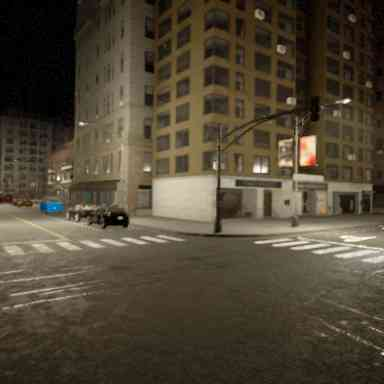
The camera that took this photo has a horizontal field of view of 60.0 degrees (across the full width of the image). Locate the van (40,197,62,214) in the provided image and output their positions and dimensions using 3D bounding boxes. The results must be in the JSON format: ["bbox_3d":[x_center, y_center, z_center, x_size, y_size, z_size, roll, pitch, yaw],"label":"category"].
[{"bbox_3d":[-15.521,1.462,36.570,1.690,1.788,3.998,1,-1,-35],"label":"van"}]

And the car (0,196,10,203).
[{"bbox_3d":[-41.668,1.682,73.557,2.008,1.369,4.403,1,-1,-35],"label":"car"}]

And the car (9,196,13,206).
[{"bbox_3d":[-28.596,1.707,55.062,1.802,1.307,4.206,1,-1,-35],"label":"car"}]

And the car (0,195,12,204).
[{"bbox_3d":[-38.397,1.444,68.935,2.192,1.841,5.009,1,-1,-35],"label":"car"}]

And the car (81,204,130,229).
[{"bbox_3d":[-5.720,1.684,22.698,1.947,1.339,4.313,1,-1,-35],"label":"car"}]

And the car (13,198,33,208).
[{"bbox_3d":[-25.426,1.649,50.578,1.752,1.417,4.829,1,-1,-35],"label":"car"}]

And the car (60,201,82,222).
[{"bbox_3d":[-8.988,1.670,27.321,2.008,1.369,4.403,1,-1,-35],"label":"car"}]
